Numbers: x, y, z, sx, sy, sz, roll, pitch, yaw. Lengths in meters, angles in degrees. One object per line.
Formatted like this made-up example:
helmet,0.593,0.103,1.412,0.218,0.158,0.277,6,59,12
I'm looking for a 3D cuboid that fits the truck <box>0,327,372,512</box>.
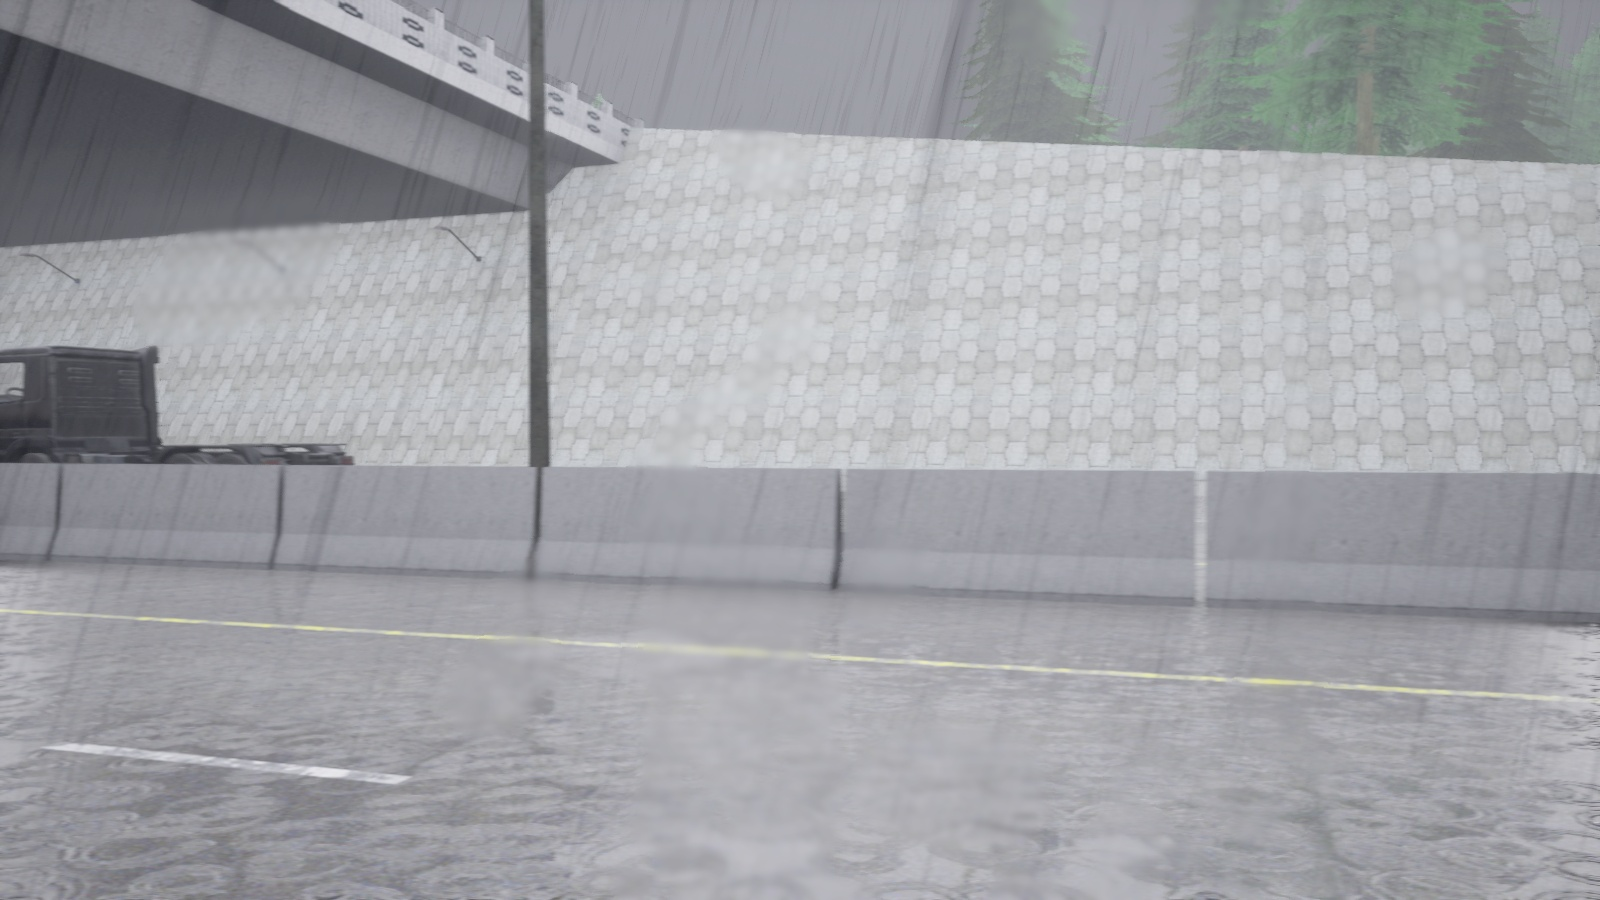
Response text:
truck,-13.154,-0.622,26.066,7.936,3.462,2.891,1,1,19
